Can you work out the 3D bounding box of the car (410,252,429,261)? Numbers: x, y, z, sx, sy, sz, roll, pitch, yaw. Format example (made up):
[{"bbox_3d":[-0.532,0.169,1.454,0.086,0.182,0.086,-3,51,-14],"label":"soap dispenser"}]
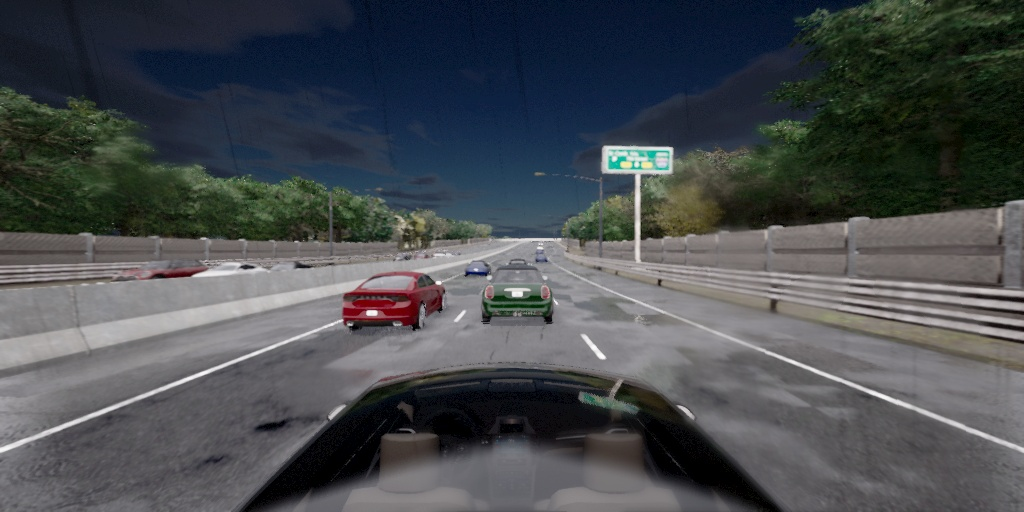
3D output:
[{"bbox_3d":[-15.841,0.335,63.392,1.812,1.442,4.674,0,2,4],"label":"car"}]

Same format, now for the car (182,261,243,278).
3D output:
[{"bbox_3d":[-17.378,1.155,22.382,1.812,1.442,4.674,0,1,1],"label":"car"}]

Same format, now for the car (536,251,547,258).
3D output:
[{"bbox_3d":[5.285,0.280,64.960,1.994,1.385,4.181,0,2,3],"label":"car"}]

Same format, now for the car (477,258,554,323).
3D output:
[{"bbox_3d":[0.174,1.073,12.170,2.097,1.767,4.553,0,0,1],"label":"car"}]

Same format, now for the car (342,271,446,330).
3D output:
[{"bbox_3d":[-3.338,1.203,11.076,1.882,1.535,5.008,0,0,0],"label":"car"}]

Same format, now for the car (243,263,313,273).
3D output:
[{"bbox_3d":[-13.880,1.158,22.242,1.812,1.442,4.674,0,1,1],"label":"car"}]

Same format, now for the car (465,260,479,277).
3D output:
[{"bbox_3d":[-2.958,1.063,31.909,1.994,1.385,4.181,0,1,2],"label":"car"}]

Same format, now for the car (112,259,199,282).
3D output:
[{"bbox_3d":[-20.890,0.990,21.611,2.097,1.767,4.553,0,1,1],"label":"car"}]

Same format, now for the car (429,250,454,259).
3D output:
[{"bbox_3d":[-12.348,0.035,63.183,2.150,2.045,5.566,0,2,4],"label":"car"}]
